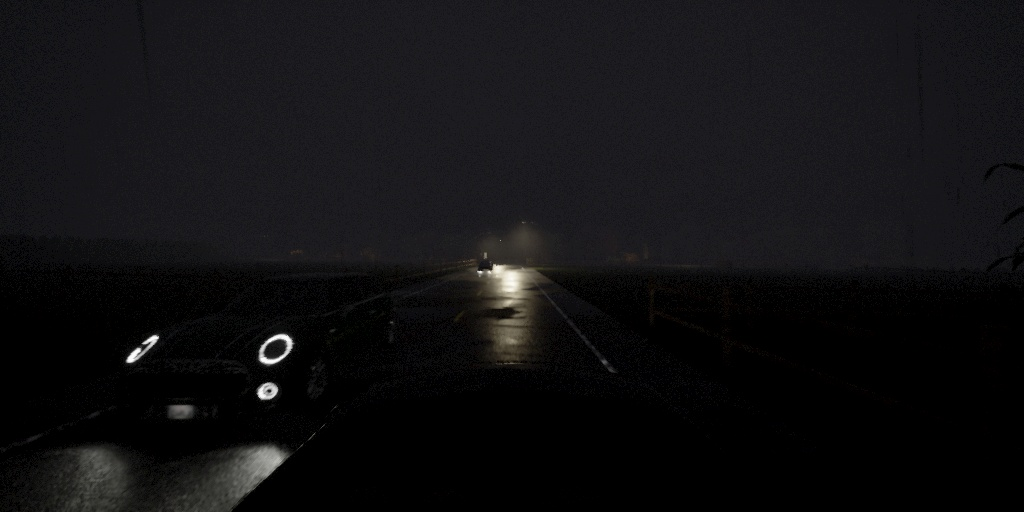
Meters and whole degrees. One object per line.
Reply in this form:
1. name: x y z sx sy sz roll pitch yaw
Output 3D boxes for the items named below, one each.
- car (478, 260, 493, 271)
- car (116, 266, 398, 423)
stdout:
1. car: -3.561 1.316 48.961 2.033 1.411 5.357 0 0 0
2. car: -3.598 1.103 6.142 2.097 1.767 4.553 0 0 0
